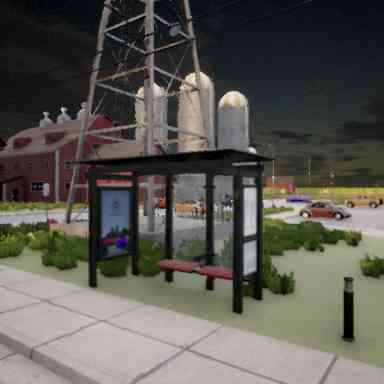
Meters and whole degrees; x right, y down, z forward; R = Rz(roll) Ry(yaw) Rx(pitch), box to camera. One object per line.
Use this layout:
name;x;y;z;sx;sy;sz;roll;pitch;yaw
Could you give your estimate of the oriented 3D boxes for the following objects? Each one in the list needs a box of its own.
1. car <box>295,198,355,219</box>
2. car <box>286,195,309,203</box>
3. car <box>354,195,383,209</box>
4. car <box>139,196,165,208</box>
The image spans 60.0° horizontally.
car;10.853;1.502;27.201;3.905;1.438;1.784;0;0;35
car;20.665;1.424;64.832;4.611;1.667;2.242;0;0;35
car;23.542;1.291;45.757;4.605;1.855;1.932;0;0;35
car;-4.585;1.276;41.871;2.097;1.767;4.553;0;0;35
